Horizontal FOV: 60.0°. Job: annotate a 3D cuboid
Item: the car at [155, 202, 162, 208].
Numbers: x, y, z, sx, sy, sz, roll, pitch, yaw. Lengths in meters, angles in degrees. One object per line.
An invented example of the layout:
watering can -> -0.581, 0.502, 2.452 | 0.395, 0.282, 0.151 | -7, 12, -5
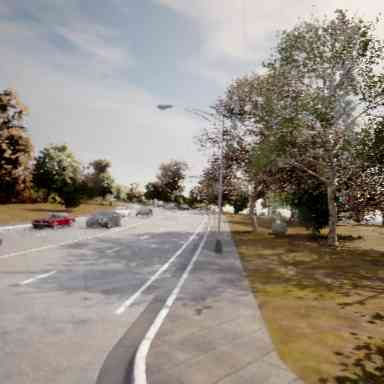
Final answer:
car -> -8.848, 3.362, 88.767 | 1.812, 1.442, 4.674 | 5, -1, -30

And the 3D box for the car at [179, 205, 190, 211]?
car -> -2.093, 3.840, 80.977 | 1.895, 1.301, 4.718 | 4, -1, -20

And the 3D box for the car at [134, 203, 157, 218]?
car -> -6.838, 2.807, 48.175 | 1.812, 1.442, 4.674 | 2, -1, 5

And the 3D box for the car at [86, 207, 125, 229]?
car -> -8.372, 2.494, 31.736 | 2.097, 1.767, 4.553 | 2, -1, 5

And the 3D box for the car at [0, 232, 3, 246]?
car -> -9.973, 1.923, 13.162 | 2.033, 1.411, 5.357 | 2, -3, 8

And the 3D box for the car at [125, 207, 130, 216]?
car -> -10.332, 2.881, 48.459 | 1.812, 1.442, 4.674 | 2, -1, 5

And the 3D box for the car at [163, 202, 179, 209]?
car -> -5.731, 3.605, 90.342 | 2.128, 1.511, 4.902 | 5, -1, -30

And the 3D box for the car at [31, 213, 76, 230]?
car -> -12.110, 2.526, 29.306 | 1.895, 1.301, 4.718 | 2, -1, 5

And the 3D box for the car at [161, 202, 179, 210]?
car -> -5.207, 3.551, 79.291 | 1.812, 1.442, 4.674 | 4, -1, -20
